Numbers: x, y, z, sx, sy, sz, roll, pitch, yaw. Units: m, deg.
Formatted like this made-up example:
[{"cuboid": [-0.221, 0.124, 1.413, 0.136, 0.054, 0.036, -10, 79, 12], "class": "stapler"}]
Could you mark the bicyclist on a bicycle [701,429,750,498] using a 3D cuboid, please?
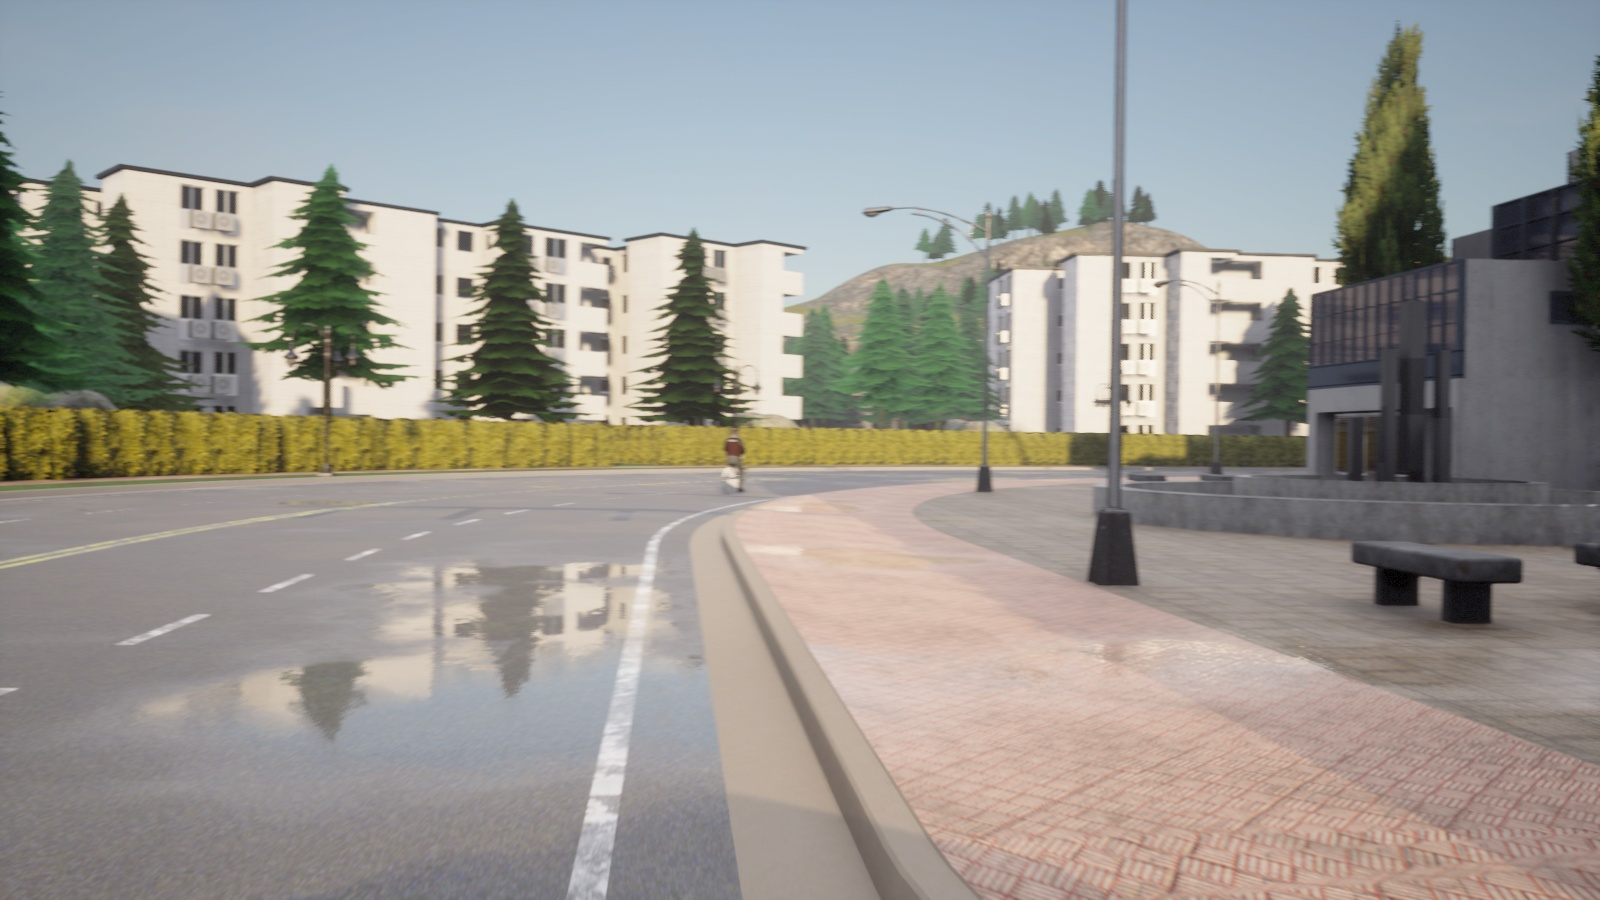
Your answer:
[{"cuboid": [-1.965, 0.332, 33.309, 0.659, 1.776, 1.843, 0, 1, 18], "class": "bicyclist on a bicycle"}]
